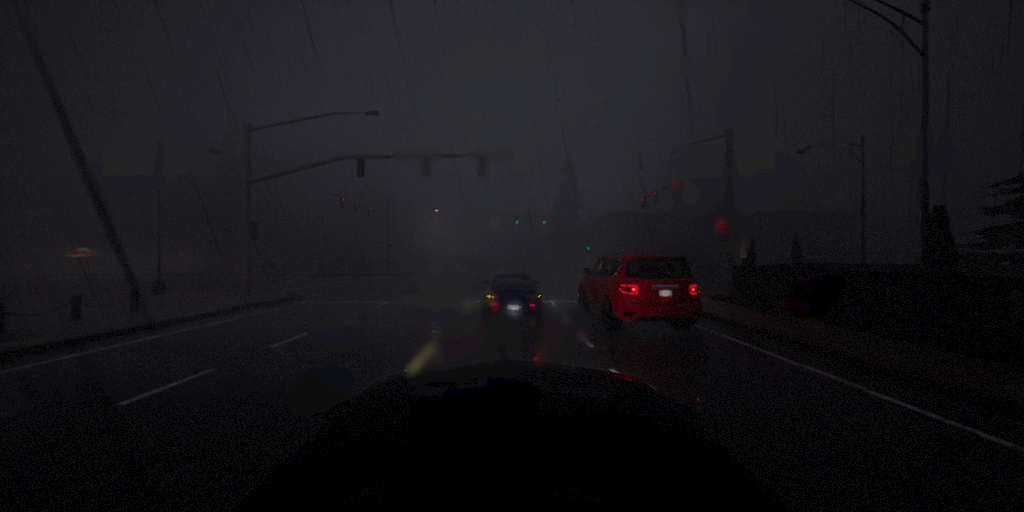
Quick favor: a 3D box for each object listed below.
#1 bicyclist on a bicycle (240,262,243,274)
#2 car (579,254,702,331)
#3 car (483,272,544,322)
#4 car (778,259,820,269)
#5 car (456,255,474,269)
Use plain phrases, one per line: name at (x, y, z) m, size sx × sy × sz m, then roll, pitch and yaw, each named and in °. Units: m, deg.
bicyclist on a bicycle at (-27.409, 0.998, 36.926) m, size 0.582 × 1.620 × 1.656 m, roll 0°, pitch 0°, yaw 0°
car at (3.577, 0.957, 11.064) m, size 2.150 × 2.045 × 5.566 m, roll 0°, pitch 0°, yaw 0°
car at (-0.002, 1.260, 12.182) m, size 1.812 × 1.442 × 4.674 m, roll 0°, pitch 0°, yaw -2°
car at (22.776, 1.060, 29.194) m, size 4.553 × 1.767 × 2.097 m, roll 0°, pitch 0°, yaw 0°
car at (-6.979, 0.893, 55.226) m, size 2.150 × 2.045 × 5.566 m, roll 0°, pitch 0°, yaw -3°
